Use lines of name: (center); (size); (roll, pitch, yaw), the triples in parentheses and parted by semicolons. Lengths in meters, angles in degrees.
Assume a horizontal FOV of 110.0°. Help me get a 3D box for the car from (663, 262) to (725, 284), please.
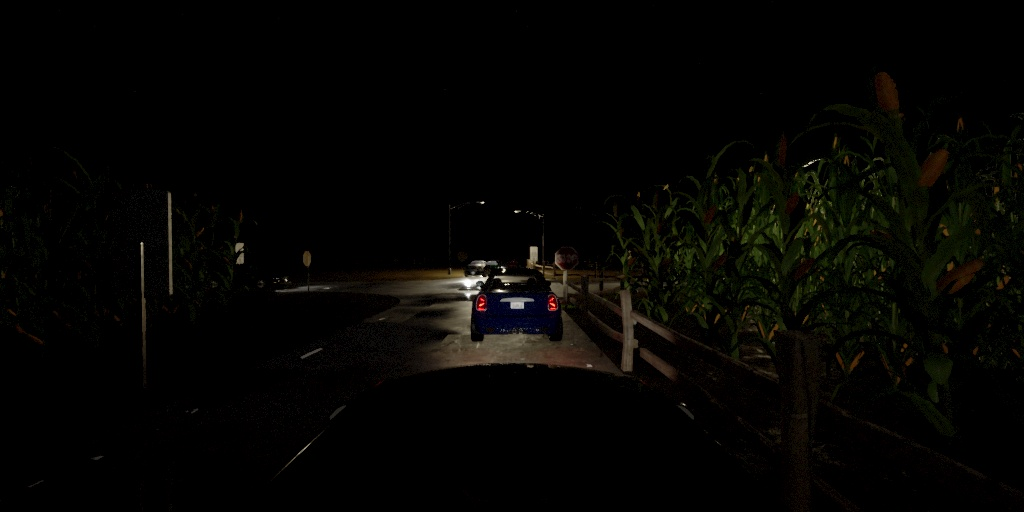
car: (12.824, 1.187, 25.334); (5.008, 1.535, 1.882); (0, 1, -2)

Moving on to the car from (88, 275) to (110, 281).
car: (-25.476, 1.370, 22.499); (4.181, 1.385, 1.994); (0, 1, 1)

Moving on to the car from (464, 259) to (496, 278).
car: (-3.152, 1.216, 33.537); (2.128, 1.511, 4.902); (0, 0, 5)

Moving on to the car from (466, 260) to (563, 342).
car: (0.058, 1.098, 9.972); (2.097, 1.767, 4.553); (0, 0, -2)

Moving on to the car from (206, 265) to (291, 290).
car: (-16.559, 1.289, 22.466); (4.892, 1.490, 1.837); (0, 1, 0)

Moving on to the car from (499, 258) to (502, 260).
car: (-2.716, 1.260, 56.689); (1.994, 1.385, 4.181); (0, 0, 0)
